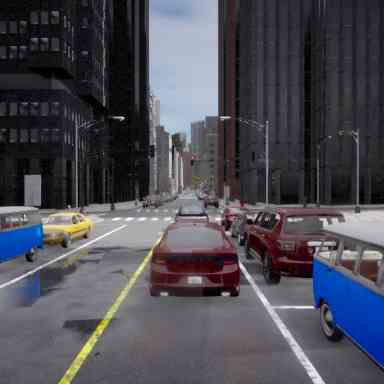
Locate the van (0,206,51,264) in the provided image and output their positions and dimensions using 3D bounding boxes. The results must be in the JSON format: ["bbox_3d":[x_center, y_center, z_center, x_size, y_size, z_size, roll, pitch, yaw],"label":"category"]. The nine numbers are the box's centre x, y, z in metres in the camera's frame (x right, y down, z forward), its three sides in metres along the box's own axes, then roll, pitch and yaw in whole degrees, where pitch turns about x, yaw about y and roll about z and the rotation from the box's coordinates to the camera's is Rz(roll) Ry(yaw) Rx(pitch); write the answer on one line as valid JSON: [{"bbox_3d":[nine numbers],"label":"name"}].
[{"bbox_3d":[-5.773,1.342,9.452,1.690,1.788,3.998,0,0,0],"label":"van"}]

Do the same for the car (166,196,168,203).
[{"bbox_3d":[-5.796,1.602,58.827,1.947,1.339,4.313,0,0,0],"label":"car"}]

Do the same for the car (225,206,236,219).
[{"bbox_3d":[2.753,1.552,14.969,2.008,1.369,4.403,0,0,0],"label":"car"}]

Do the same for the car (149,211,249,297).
[{"bbox_3d":[0.063,1.478,8.633,1.882,1.535,5.008,0,0,0],"label":"car"}]

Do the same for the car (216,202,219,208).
[{"bbox_3d":[2.749,1.548,20.495,1.887,1.381,4.507,0,0,0],"label":"car"}]

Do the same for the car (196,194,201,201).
[{"bbox_3d":[2.713,1.642,87.042,1.887,1.381,4.507,0,0,0],"label":"car"}]

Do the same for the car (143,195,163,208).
[{"bbox_3d":[-5.791,1.338,47.541,2.192,1.841,5.009,0,0,0],"label":"car"}]

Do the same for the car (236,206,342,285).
[{"bbox_3d":[2.756,1.315,9.444,2.192,1.841,5.009,0,0,0],"label":"car"}]

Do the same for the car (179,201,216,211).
[{"bbox_3d":[-0.008,1.494,19.043,2.128,1.511,4.902,0,0,0],"label":"car"}]

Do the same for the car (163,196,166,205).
[{"bbox_3d":[-5.795,1.344,53.184,2.192,1.841,5.009,0,0,0],"label":"car"}]

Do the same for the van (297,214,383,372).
[{"bbox_3d":[2.761,1.341,3.918,1.690,1.788,3.998,0,0,0],"label":"van"}]

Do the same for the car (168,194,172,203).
[{"bbox_3d":[-5.803,1.622,70.114,1.947,1.339,4.313,0,0,0],"label":"car"}]

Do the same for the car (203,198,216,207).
[{"bbox_3d":[2.732,1.595,53.179,1.947,1.339,4.313,0,0,0],"label":"car"}]

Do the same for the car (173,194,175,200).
[{"bbox_3d":[-5.809,1.627,81.400,1.887,1.381,4.507,0,0,0],"label":"car"}]

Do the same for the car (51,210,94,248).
[{"bbox_3d":[-5.774,1.527,14.806,1.752,1.417,4.829,0,0,0],"label":"car"}]

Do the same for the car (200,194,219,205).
[{"bbox_3d":[2.733,1.338,47.536,2.192,1.841,5.009,0,0,0],"label":"car"}]

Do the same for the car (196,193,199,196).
[{"bbox_3d":[2.711,1.677,92.687,1.947,1.339,4.313,0,0,0],"label":"car"}]
